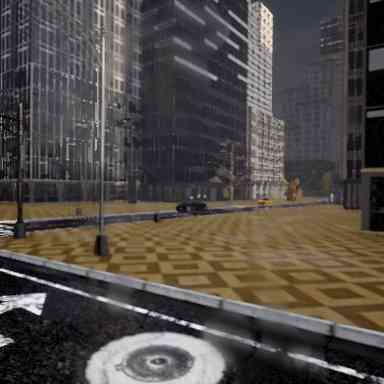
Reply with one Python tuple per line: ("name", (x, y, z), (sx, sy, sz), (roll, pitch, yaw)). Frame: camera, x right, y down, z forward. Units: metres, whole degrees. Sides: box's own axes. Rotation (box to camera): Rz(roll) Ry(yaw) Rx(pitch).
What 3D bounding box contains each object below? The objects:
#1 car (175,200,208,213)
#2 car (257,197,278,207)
("car", (0.003, 1.580, 37.200), (1.994, 1.385, 4.181), (1, 0, 37))
("car", (12.088, 1.600, 53.244), (1.882, 1.535, 5.008), (1, 0, 37))
